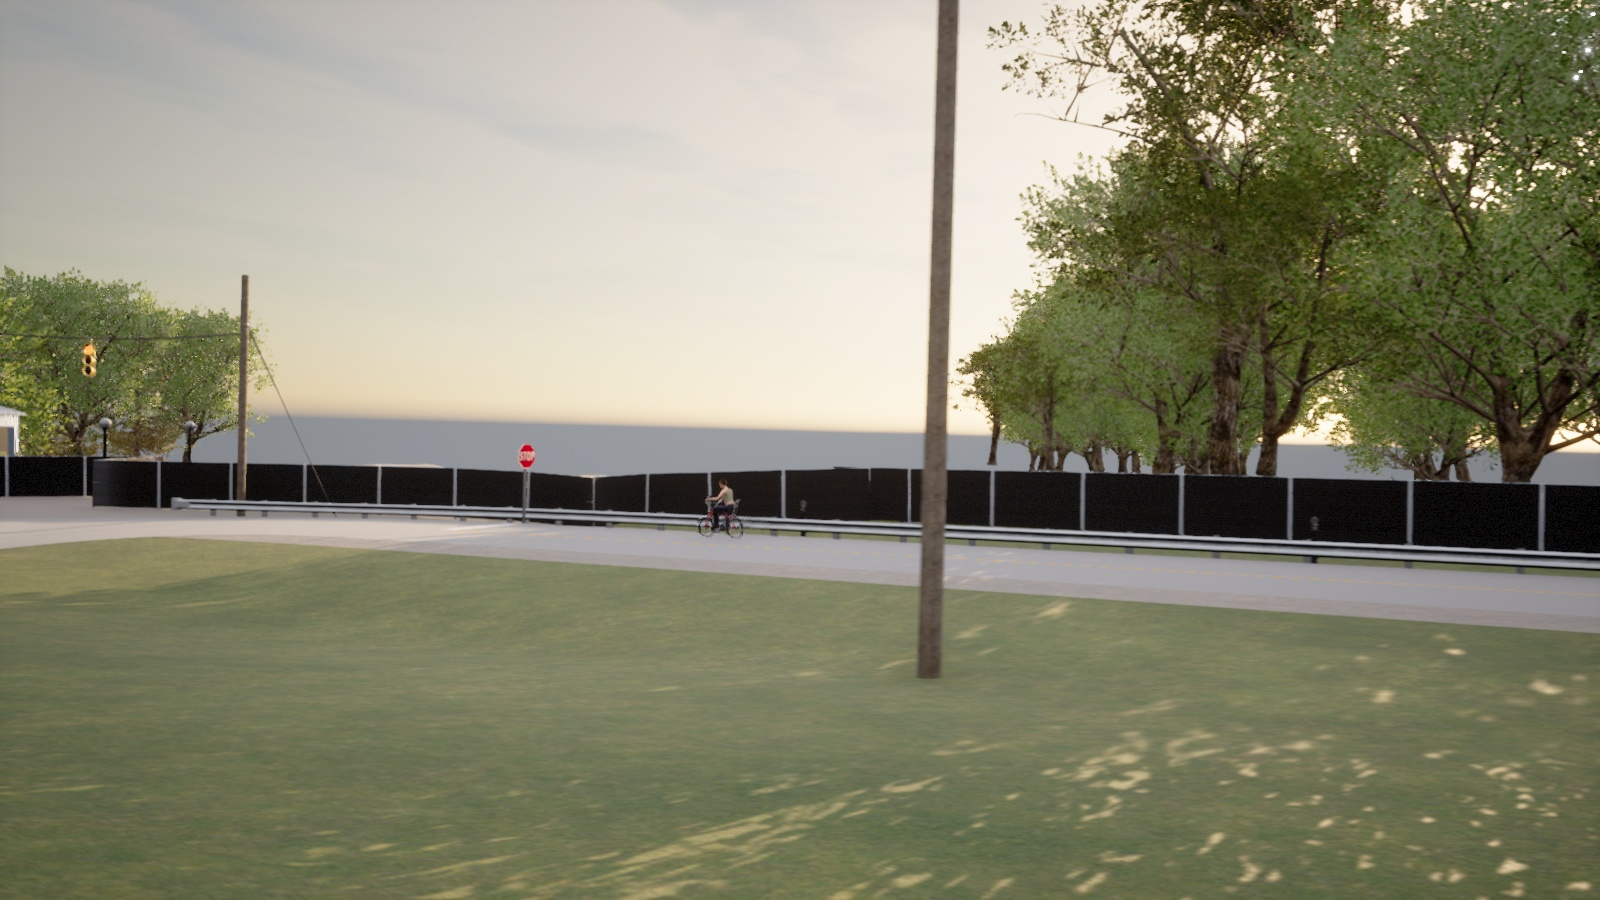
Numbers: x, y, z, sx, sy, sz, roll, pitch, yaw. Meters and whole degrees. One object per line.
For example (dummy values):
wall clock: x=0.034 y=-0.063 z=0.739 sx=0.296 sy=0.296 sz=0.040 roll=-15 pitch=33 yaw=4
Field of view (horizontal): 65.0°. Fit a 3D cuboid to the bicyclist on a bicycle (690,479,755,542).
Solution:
bicyclist on a bicycle: x=-2.084 y=1.610 z=33.805 sx=1.509 sy=1.612 sz=0.866 roll=-1 pitch=0 yaw=32
